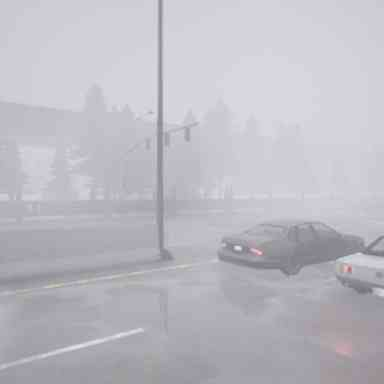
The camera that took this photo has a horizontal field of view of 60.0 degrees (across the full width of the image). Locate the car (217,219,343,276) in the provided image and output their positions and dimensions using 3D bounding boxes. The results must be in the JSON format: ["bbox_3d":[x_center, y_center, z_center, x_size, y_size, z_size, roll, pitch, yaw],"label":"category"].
[{"bbox_3d":[3.280,1.562,10.385,5.357,1.411,2.033,0,0,-35],"label":"car"}]

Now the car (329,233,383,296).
[{"bbox_3d":[5.394,1.618,7.593,4.718,1.301,1.895,0,0,-36],"label":"car"}]

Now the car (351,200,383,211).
[{"bbox_3d":[21.552,1.647,40.840,4.718,1.301,1.895,0,0,-35],"label":"car"}]
